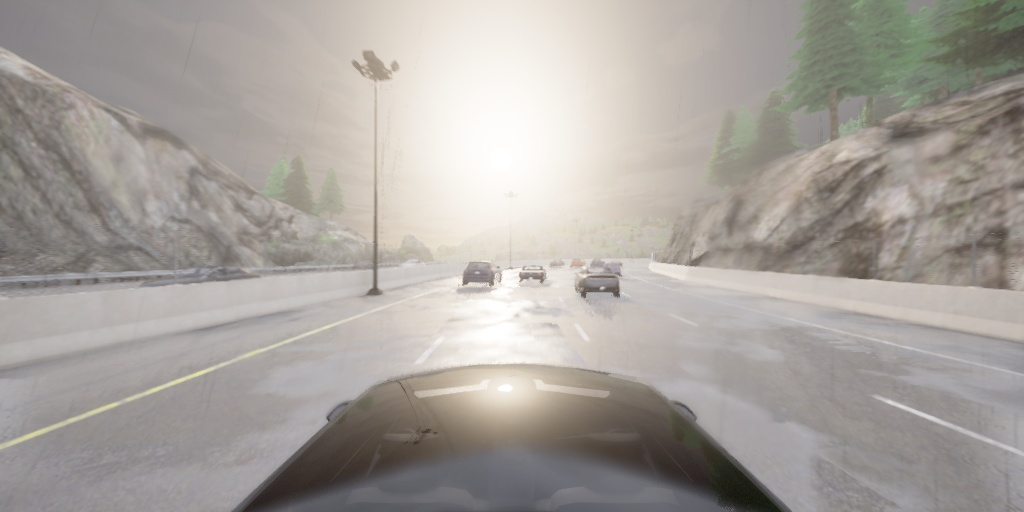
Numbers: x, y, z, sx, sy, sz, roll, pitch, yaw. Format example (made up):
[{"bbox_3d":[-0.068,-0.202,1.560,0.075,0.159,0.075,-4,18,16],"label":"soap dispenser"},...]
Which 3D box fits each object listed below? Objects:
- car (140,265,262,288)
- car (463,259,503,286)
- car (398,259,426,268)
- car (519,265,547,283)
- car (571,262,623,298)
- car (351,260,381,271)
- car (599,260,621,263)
[{"bbox_3d":[-13.572,1.187,16.006,2.128,1.511,4.902,0,0,4],"label":"car"},{"bbox_3d":[-1.967,1.100,25.338,2.097,1.767,4.553,0,0,7],"label":"car"},{"bbox_3d":[-12.628,1.233,45.662,1.812,1.442,4.674,0,0,13],"label":"car"},{"bbox_3d":[1.753,1.365,28.723,1.895,1.301,4.718,0,0,9],"label":"car"},{"bbox_3d":[4.318,1.264,18.599,2.128,1.511,4.902,0,0,6],"label":"car"},{"bbox_3d":[-19.352,1.243,47.612,1.994,1.385,4.181,0,0,13],"label":"car"},{"bbox_3d":[10.273,1.350,36.945,2.033,1.411,5.357,0,0,14],"label":"car"}]
